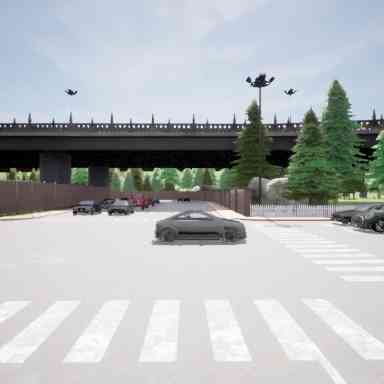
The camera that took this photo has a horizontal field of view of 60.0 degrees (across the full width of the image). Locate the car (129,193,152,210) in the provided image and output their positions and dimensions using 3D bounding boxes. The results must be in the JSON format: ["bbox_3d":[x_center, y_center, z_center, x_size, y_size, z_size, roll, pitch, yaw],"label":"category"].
[{"bbox_3d":[-7.048,1.235,43.762,2.150,2.045,5.566,0,0,0],"label":"car"}]

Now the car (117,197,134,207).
[{"bbox_3d":[-10.544,1.543,52.759,1.812,1.442,4.674,0,0,0],"label":"car"}]

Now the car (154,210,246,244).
[{"bbox_3d":[0.349,1.543,15.181,4.181,1.385,1.994,0,0,0],"label":"car"}]

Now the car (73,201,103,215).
[{"bbox_3d":[-10.572,1.575,33.864,1.994,1.385,4.181,0,0,0],"label":"car"}]

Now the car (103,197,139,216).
[{"bbox_3d":[-7.045,1.558,33.587,2.033,1.411,5.357,0,0,0],"label":"car"}]

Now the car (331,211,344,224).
[{"bbox_3d":[12.233,1.499,22.214,5.357,1.411,2.033,0,0,2],"label":"car"}]

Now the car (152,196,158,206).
[{"bbox_3d":[-7.050,1.581,53.769,1.994,1.385,4.181,0,0,0],"label":"car"}]

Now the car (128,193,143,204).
[{"bbox_3d":[-10.695,1.242,63.467,2.150,2.045,5.566,0,0,-3],"label":"car"}]

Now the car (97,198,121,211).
[{"bbox_3d":[-10.547,1.539,42.579,1.812,1.442,4.674,0,0,0],"label":"car"}]

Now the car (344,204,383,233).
[{"bbox_3d":[11.480,1.303,18.700,4.553,1.767,2.097,0,0,2],"label":"car"}]

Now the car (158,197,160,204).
[{"bbox_3d":[-7.202,1.568,64.430,2.033,1.411,5.357,0,0,-3],"label":"car"}]

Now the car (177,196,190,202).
[{"bbox_3d":[-1.914,1.577,75.225,1.994,1.385,4.181,0,0,-19],"label":"car"}]
